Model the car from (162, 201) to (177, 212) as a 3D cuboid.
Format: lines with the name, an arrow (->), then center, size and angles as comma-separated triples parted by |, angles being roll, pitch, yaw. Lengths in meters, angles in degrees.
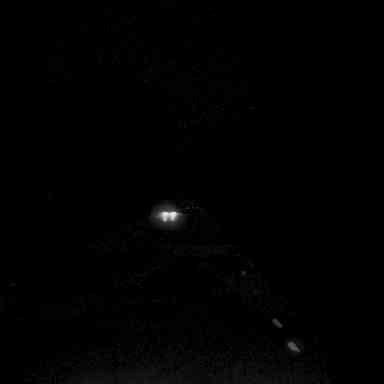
car -> -3.087, 2.018, 47.014 | 2.128, 1.511, 4.902 | 0, -1, 0

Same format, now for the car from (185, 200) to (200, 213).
car -> 0.103, 2.037, 43.961 | 2.033, 1.411, 5.357 | 0, -1, 0

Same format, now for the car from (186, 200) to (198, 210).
car -> -0.005, 2.096, 54.689 | 1.882, 1.535, 5.008 | 0, -1, 0
